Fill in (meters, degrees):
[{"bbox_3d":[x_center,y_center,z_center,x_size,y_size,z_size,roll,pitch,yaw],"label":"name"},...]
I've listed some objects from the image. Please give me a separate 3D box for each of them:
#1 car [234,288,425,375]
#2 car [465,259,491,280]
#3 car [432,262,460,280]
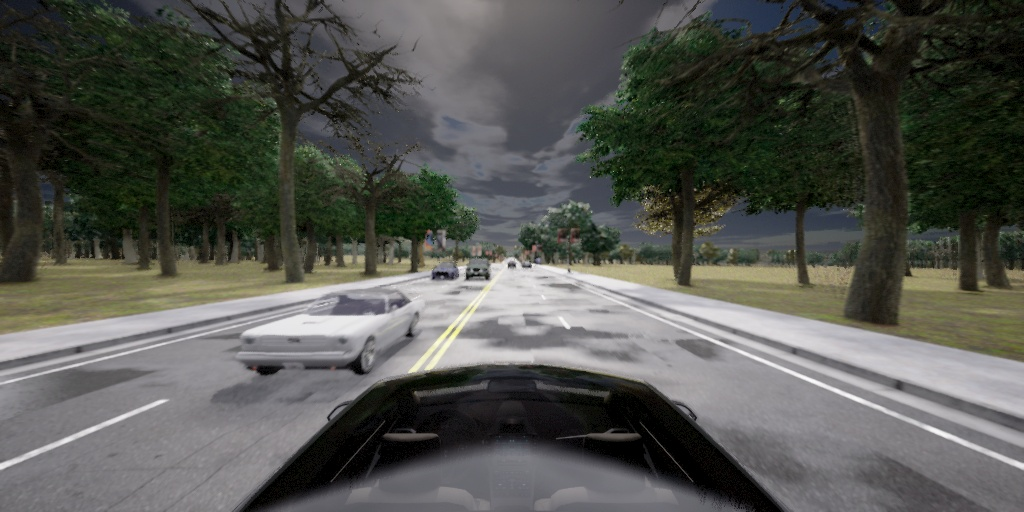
[{"bbox_3d":[-3.343,1.399,7.699,1.895,1.301,4.718,0,0,0],"label":"car"},{"bbox_3d":[-3.260,1.283,35.518,2.150,2.045,5.566,0,0,0],"label":"car"},{"bbox_3d":[-6.510,1.388,35.580,2.097,1.767,4.553,0,0,0],"label":"car"}]
